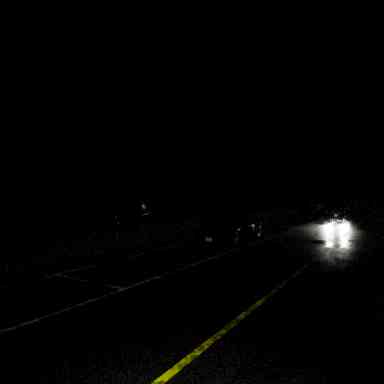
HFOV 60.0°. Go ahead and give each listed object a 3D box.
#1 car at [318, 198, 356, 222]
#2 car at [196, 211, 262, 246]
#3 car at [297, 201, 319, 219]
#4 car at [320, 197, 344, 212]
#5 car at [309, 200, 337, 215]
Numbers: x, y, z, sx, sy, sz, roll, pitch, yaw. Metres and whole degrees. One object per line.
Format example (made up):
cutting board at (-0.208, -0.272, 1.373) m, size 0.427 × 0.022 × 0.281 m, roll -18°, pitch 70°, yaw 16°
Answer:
car at (12.003, 1.492, 26.837) m, size 2.128 × 1.511 × 4.902 m, roll 0°, pitch 0°, yaw 32°
car at (1.844, 1.566, 15.392) m, size 1.947 × 1.339 × 4.313 m, roll 0°, pitch 0°, yaw 32°
car at (10.605, 1.583, 29.463) m, size 1.802 × 1.307 × 4.206 m, roll 0°, pitch 0°, yaw 32°
car at (16.446, 1.442, 38.843) m, size 1.967 × 1.590 × 4.097 m, roll 0°, pitch 0°, yaw 32°
car at (13.526, 1.567, 34.153) m, size 1.947 × 1.339 × 4.313 m, roll 0°, pitch 0°, yaw 32°
